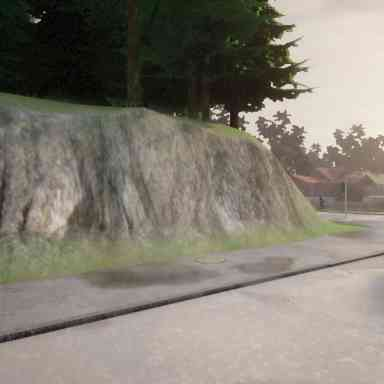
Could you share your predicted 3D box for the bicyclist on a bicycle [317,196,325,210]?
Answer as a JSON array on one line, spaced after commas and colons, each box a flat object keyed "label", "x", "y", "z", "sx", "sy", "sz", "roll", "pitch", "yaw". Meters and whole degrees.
[{"label": "bicyclist on a bicycle", "x": 15.522, "y": 1.349, "z": 39.962, "sx": 1.656, "sy": 1.620, "sz": 0.582, "roll": 0, "pitch": 0, "yaw": -36}]
